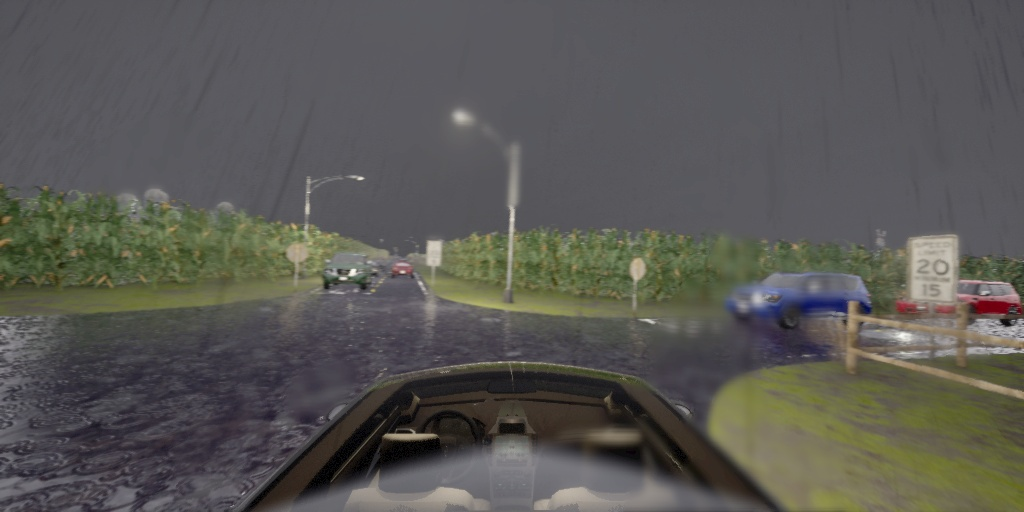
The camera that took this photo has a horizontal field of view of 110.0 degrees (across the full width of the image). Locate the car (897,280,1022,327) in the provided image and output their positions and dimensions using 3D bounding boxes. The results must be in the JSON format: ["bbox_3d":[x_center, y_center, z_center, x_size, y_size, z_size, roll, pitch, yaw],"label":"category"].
[{"bbox_3d":[21.244,2.147,17.022,5.566,2.045,2.150,3,-1,-16],"label":"car"}]

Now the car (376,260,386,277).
[{"bbox_3d":[-12.984,1.097,32.616,2.033,1.411,5.357,2,-1,-17],"label":"car"}]

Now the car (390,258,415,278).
[{"bbox_3d":[-9.930,1.195,32.663,1.812,1.442,4.674,2,-1,-17],"label":"car"}]

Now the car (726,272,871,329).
[{"bbox_3d":[11.298,1.660,14.143,5.566,2.045,2.150,3,-1,-16],"label":"car"}]

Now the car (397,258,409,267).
[{"bbox_3d":[-18.908,1.100,62.294,1.837,1.490,4.892,2,-1,-17],"label":"car"}]

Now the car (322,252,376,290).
[{"bbox_3d":[-9.458,0.794,20.980,2.150,2.045,5.566,2,0,-18],"label":"car"}]

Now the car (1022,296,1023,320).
[{"bbox_3d":[31.167,3.018,19.874,4.718,1.301,1.895,3,-1,-16],"label":"car"}]
